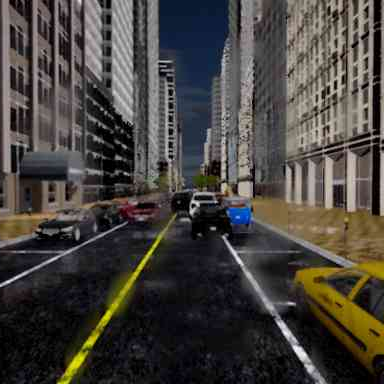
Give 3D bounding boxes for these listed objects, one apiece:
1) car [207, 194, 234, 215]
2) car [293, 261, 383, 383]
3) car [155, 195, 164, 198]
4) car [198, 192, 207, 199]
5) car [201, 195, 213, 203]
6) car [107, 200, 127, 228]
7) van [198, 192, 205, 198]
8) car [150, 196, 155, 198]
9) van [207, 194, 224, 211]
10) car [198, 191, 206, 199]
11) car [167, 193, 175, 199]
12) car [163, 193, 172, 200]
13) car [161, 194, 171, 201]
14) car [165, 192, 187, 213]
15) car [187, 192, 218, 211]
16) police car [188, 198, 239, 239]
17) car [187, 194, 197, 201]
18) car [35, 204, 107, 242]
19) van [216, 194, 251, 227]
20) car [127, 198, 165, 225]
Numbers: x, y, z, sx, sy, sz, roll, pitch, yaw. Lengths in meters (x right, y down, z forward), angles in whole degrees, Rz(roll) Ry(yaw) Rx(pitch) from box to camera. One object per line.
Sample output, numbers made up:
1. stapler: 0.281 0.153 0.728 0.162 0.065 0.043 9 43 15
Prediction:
1. car: 2.680 1.123 32.616 2.192 1.841 5.009 -1 0 0
2. car: 2.683 1.499 4.369 1.752 1.417 4.829 -1 0 0
3. car: -5.698 1.258 49.668 2.008 1.369 4.403 -1 0 0
4. car: 2.680 0.820 83.768 2.192 1.841 5.009 -1 0 0
5. car: 2.683 1.191 61.035 2.008 1.369 4.403 -1 0 0
6. car: -5.698 1.440 21.250 1.947 1.339 4.313 -1 0 0
7. van: 2.681 0.778 95.135 1.690 1.788 3.998 -1 0 0
8. car: -5.698 1.356 38.301 1.802 1.307 4.206 -1 0 0
9. van: 2.681 1.116 38.300 1.690 1.788 3.998 -1 0 0
10. car: 2.680 0.786 89.452 2.192 1.841 5.009 -1 0 0
11. car: -5.698 0.998 89.283 1.752 1.417 4.829 -1 0 0
12. car: -5.699 0.979 78.085 1.967 1.590 4.097 -1 0 0
13. car: -5.698 1.155 72.402 1.802 1.307 4.206 -1 0 0
14. car: -0.143 1.026 32.979 2.150 2.045 5.566 -1 1 24
15. car: 0.900 1.068 26.625 2.150 2.045 5.566 0 0 0
16. police car: 0.899 1.327 16.706 1.930 1.638 5.238 0 0 0
17. car: 0.000 1.124 67.606 1.812 1.442 4.674 0 0 0
18. car: -5.698 1.459 15.567 2.008 1.369 4.403 -1 0 0
19. van: 2.681 1.216 21.249 1.690 1.788 3.998 -1 0 0
20. car: -3.099 1.392 22.648 1.812 1.442 4.674 0 0 0
